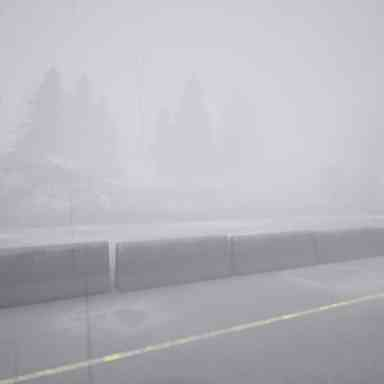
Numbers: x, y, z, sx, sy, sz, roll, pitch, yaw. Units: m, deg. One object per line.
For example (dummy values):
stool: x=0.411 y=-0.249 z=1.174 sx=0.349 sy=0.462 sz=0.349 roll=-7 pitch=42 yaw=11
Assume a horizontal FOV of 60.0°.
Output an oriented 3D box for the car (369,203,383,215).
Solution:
car: x=23.550 y=2.066 z=40.360 sx=4.674 sy=1.442 sz=1.812 roll=0 pitch=-1 yaw=-29
